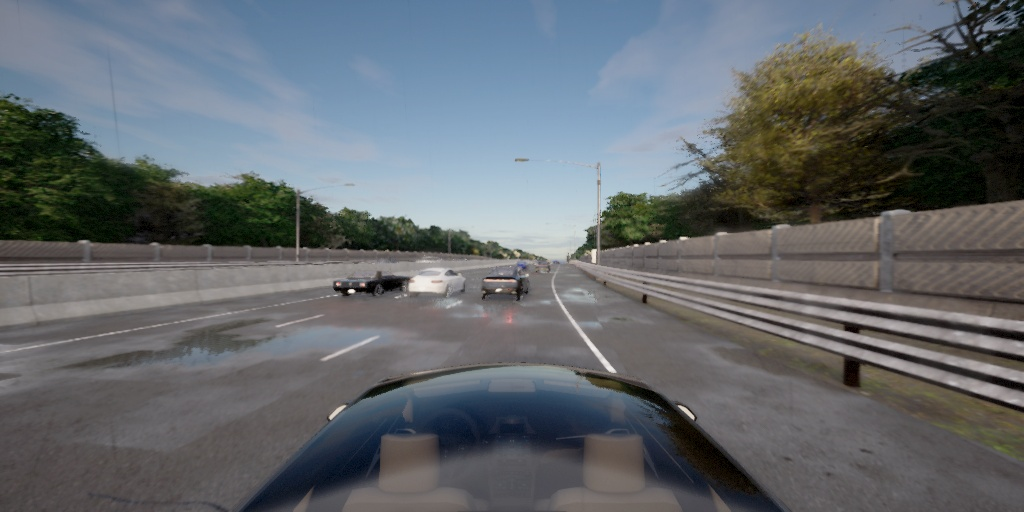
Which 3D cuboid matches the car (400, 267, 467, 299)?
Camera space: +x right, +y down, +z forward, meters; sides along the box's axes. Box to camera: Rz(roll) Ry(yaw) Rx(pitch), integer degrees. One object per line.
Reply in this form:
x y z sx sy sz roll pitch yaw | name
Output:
-3.709 1.308 18.393 1.812 1.442 4.674 0 0 8 | car

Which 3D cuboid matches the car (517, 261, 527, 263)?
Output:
1.466 1.471 54.198 1.812 1.442 4.674 0 0 8 | car

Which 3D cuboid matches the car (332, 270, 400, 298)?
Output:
-7.172 1.369 18.920 1.895 1.301 4.718 0 0 8 | car

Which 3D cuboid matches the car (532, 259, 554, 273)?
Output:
4.222 1.436 48.801 2.128 1.511 4.902 0 0 8 | car

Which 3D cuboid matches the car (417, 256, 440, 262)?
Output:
-12.702 1.081 54.333 2.150 2.045 5.566 0 0 9 | car

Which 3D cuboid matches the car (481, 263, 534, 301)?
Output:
-0.241 1.295 17.898 2.128 1.511 4.902 0 0 8 | car

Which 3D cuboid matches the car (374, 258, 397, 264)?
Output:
-19.613 1.173 55.443 2.097 1.767 4.553 0 0 9 | car
